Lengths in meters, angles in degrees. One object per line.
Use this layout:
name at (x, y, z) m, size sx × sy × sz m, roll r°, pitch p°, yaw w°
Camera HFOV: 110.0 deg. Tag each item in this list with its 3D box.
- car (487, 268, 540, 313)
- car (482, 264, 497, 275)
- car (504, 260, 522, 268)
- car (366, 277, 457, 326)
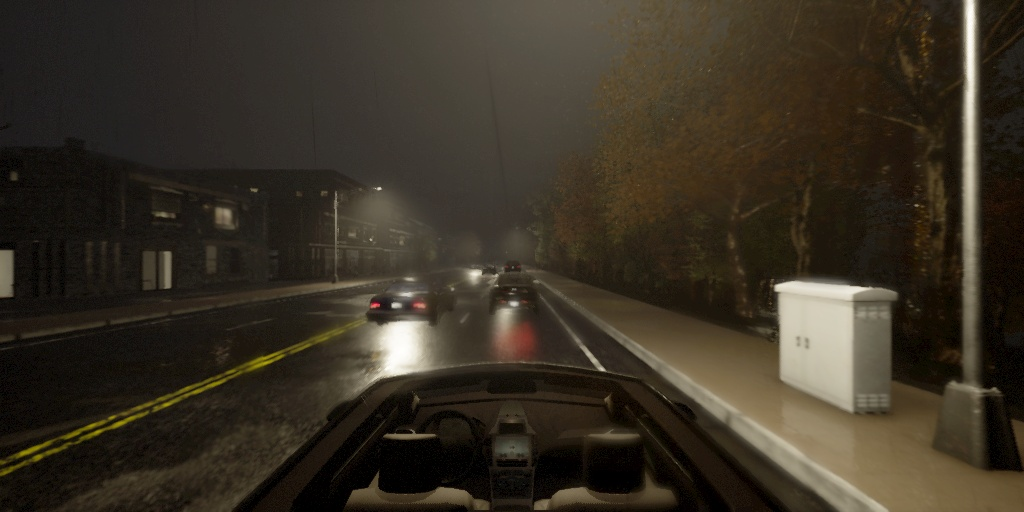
car at (0.096, 1.431, 14.877) m, size 1.837 × 1.490 × 4.892 m, roll 0°, pitch 0°, yaw 0°
car at (-3.152, 1.887, 50.566) m, size 2.128 × 1.511 × 4.902 m, roll 0°, pitch -1°, yaw 0°
car at (0.098, 1.589, 48.319) m, size 2.150 × 2.045 × 5.566 m, roll 0°, pitch -1°, yaw 0°
car at (-3.155, 1.438, 12.326) m, size 2.033 × 1.411 × 5.357 m, roll 0°, pitch -1°, yaw 0°
